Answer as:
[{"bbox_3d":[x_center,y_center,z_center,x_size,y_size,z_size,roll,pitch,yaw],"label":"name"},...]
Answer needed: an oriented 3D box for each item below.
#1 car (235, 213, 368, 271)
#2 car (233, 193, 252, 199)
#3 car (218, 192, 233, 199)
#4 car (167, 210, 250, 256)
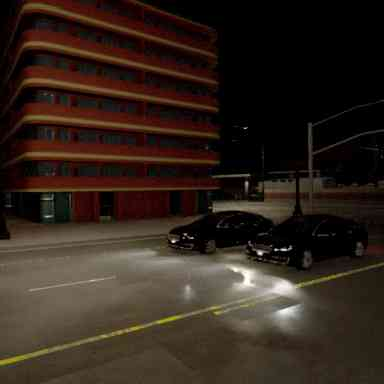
[{"bbox_3d":[3.964,1.532,11.087,4.892,1.490,1.837,0,0,-35],"label":"car"},{"bbox_3d":[12.919,1.061,81.968,3.806,1.475,1.970,-1,1,-35],"label":"car"},{"bbox_3d":[8.949,0.930,86.191,4.611,1.667,2.242,-1,1,-35],"label":"car"},{"bbox_3d":[1.302,1.542,13.491,4.892,1.490,1.837,0,0,-35],"label":"car"}]
